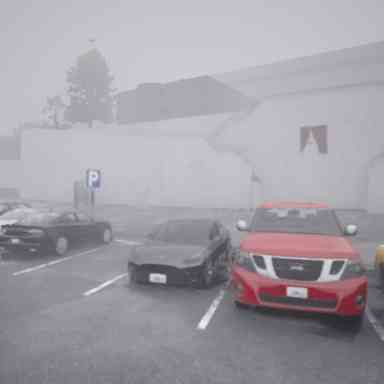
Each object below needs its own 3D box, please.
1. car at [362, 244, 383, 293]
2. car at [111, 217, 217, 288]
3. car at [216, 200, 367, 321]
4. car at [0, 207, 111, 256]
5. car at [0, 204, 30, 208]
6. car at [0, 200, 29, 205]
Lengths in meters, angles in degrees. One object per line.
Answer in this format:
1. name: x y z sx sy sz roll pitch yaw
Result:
1. car: 4.749 1.484 5.880 1.946 1.575 5.366 1 0 16
2. car: -0.095 1.490 9.517 2.163 1.488 4.792 1 0 15
3. car: 2.355 1.223 7.777 2.435 2.045 5.566 1 0 15
4. car: -4.982 1.438 13.026 2.097 1.535 5.008 0 -1 15
5. car: -7.420 1.464 14.776 2.002 1.452 4.674 1 0 16
6. car: -9.853 1.282 16.547 2.185 1.767 4.553 1 0 16
